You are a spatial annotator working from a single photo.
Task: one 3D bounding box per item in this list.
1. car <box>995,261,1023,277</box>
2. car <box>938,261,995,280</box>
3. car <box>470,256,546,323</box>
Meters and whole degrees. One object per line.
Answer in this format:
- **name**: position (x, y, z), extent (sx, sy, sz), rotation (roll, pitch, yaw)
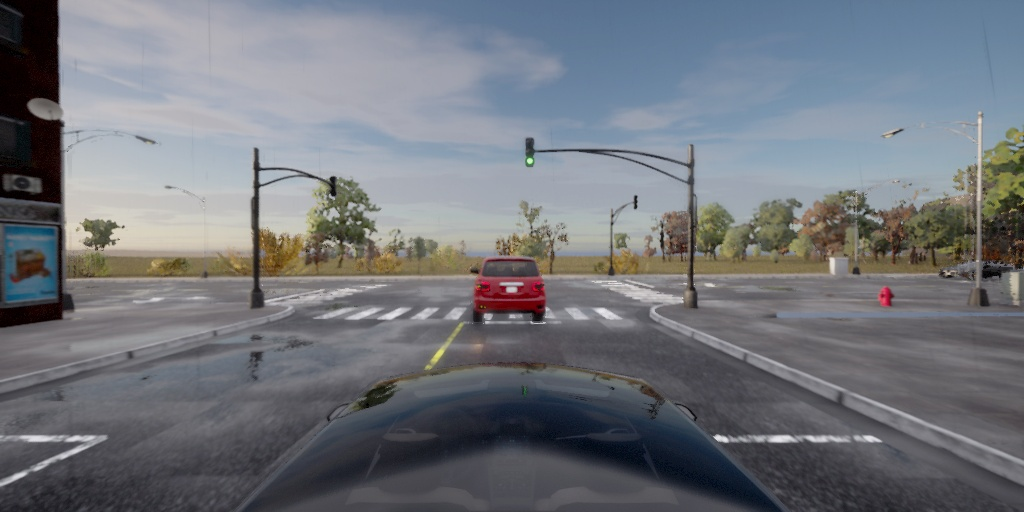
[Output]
- **car**: position (36.683, 1.082, 24.328), extent (4.892, 1.490, 1.837), rotation (0, 0, 1)
- **car**: position (35.924, 1.078, 27.587), extent (4.674, 1.442, 1.812), rotation (0, 1, 1)
- **car**: position (-0.253, 1.011, 12.489), extent (2.150, 2.045, 5.566), rotation (0, 0, -5)
